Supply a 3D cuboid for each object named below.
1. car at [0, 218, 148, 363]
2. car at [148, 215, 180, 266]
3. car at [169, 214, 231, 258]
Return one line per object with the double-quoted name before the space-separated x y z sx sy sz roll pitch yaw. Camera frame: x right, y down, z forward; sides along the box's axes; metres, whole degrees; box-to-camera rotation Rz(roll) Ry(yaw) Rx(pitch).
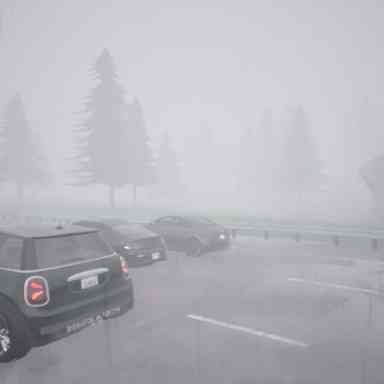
"car" -3.271 1.338 6.076 4.553 1.767 2.097 0 0 34
"car" -2.877 1.503 10.018 4.674 1.442 1.812 0 0 33
"car" -0.621 1.535 12.711 4.181 1.385 1.994 0 0 33
